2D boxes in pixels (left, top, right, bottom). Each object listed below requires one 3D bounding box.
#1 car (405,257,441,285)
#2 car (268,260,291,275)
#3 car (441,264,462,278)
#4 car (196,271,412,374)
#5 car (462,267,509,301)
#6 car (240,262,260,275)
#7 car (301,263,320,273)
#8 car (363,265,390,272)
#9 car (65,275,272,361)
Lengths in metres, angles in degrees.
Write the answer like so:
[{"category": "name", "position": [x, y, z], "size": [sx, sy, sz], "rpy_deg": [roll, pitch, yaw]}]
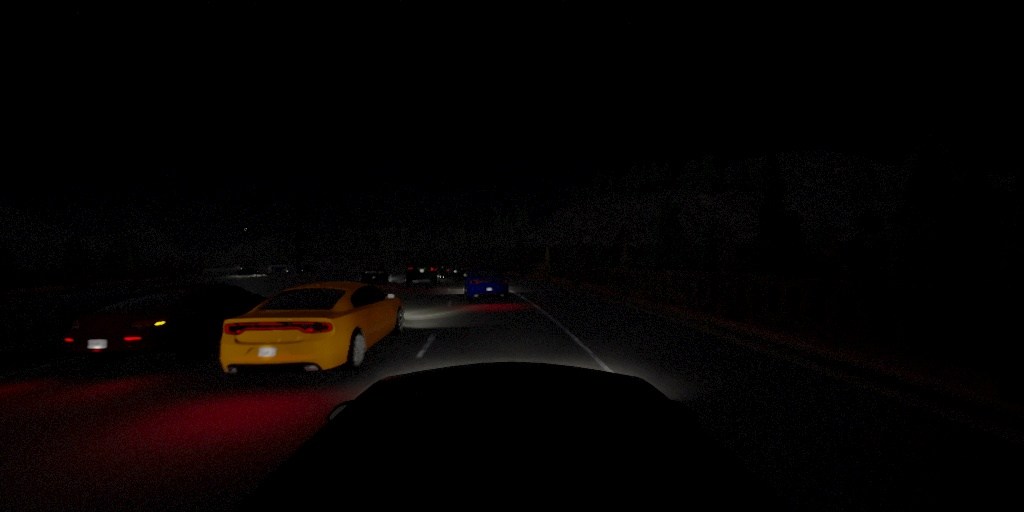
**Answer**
[{"category": "car", "position": [-6.882, 1.122, 27.302], "size": [2.150, 2.045, 5.566], "rpy_deg": [0, 0, -15]}, {"category": "car", "position": [-29.976, 1.481, 46.280], "size": [2.150, 2.045, 5.566], "rpy_deg": [-1, 0, -30]}, {"category": "car", "position": [-6.111, 1.485, 36.512], "size": [1.994, 1.385, 4.181], "rpy_deg": [-1, 0, -19]}, {"category": "car", "position": [-3.759, 1.278, 7.768], "size": [1.882, 1.535, 5.008], "rpy_deg": [0, 0, -3]}, {"category": "car", "position": [-1.365, 1.289, 17.900], "size": [1.882, 1.535, 5.008], "rpy_deg": [0, 0, -9]}, {"category": "car", "position": [-36.354, 1.721, 49.768], "size": [2.097, 1.767, 4.553], "rpy_deg": [-1, 0, -34]}, {"category": "car", "position": [-25.108, 1.690, 44.627], "size": [1.837, 1.490, 4.892], "rpy_deg": [-1, 0, -28]}, {"category": "car", "position": [-11.191, 1.449, 29.578], "size": [2.128, 1.511, 4.902], "rpy_deg": [-1, 0, -16]}, {"category": "car", "position": [-7.298, 1.361, 8.482], "size": [1.812, 1.442, 4.674], "rpy_deg": [0, 0, -4]}]
